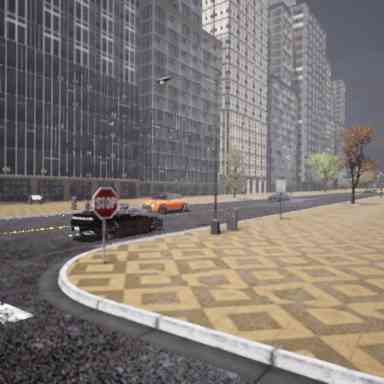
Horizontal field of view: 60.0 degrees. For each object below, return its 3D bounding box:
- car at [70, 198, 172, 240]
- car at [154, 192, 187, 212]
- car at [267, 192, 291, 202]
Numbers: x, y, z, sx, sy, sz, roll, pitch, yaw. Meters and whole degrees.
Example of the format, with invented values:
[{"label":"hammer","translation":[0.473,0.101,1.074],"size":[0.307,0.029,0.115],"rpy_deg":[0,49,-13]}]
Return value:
[{"label":"car","translation":[-3.470,1.304,16.142],"size":[2.128,1.511,4.902],"rpy_deg":[1,1,36]},{"label":"car","translation":[-2.412,0.919,28.702],"size":[2.097,1.767,4.553],"rpy_deg":[1,1,36]},{"label":"car","translation":[13.114,0.701,49.647],"size":[2.033,1.411,5.357],"rpy_deg":[1,1,37]}]
